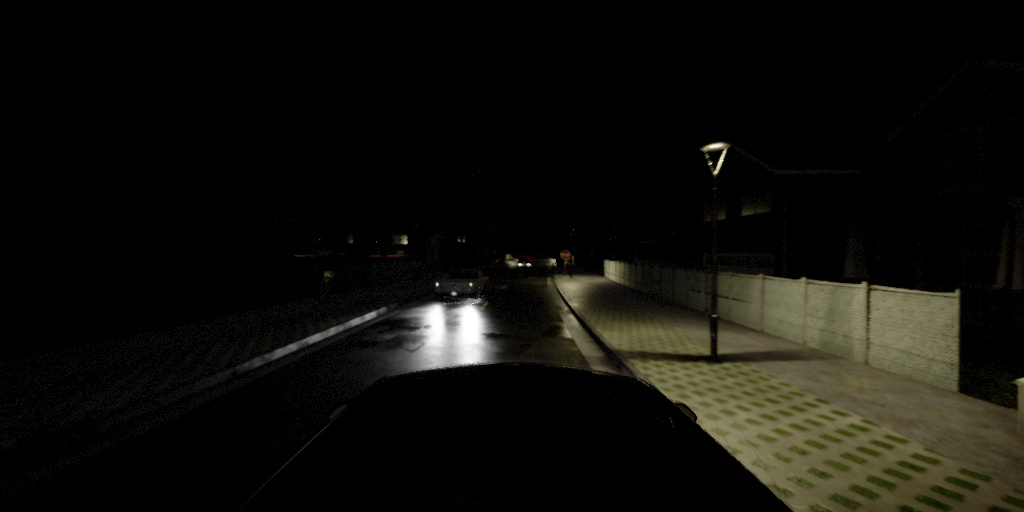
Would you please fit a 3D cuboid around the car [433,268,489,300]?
[{"bbox_3d":[-2.317,1.274,17.335,1.895,1.301,4.718,0,0,4],"label":"car"}]
